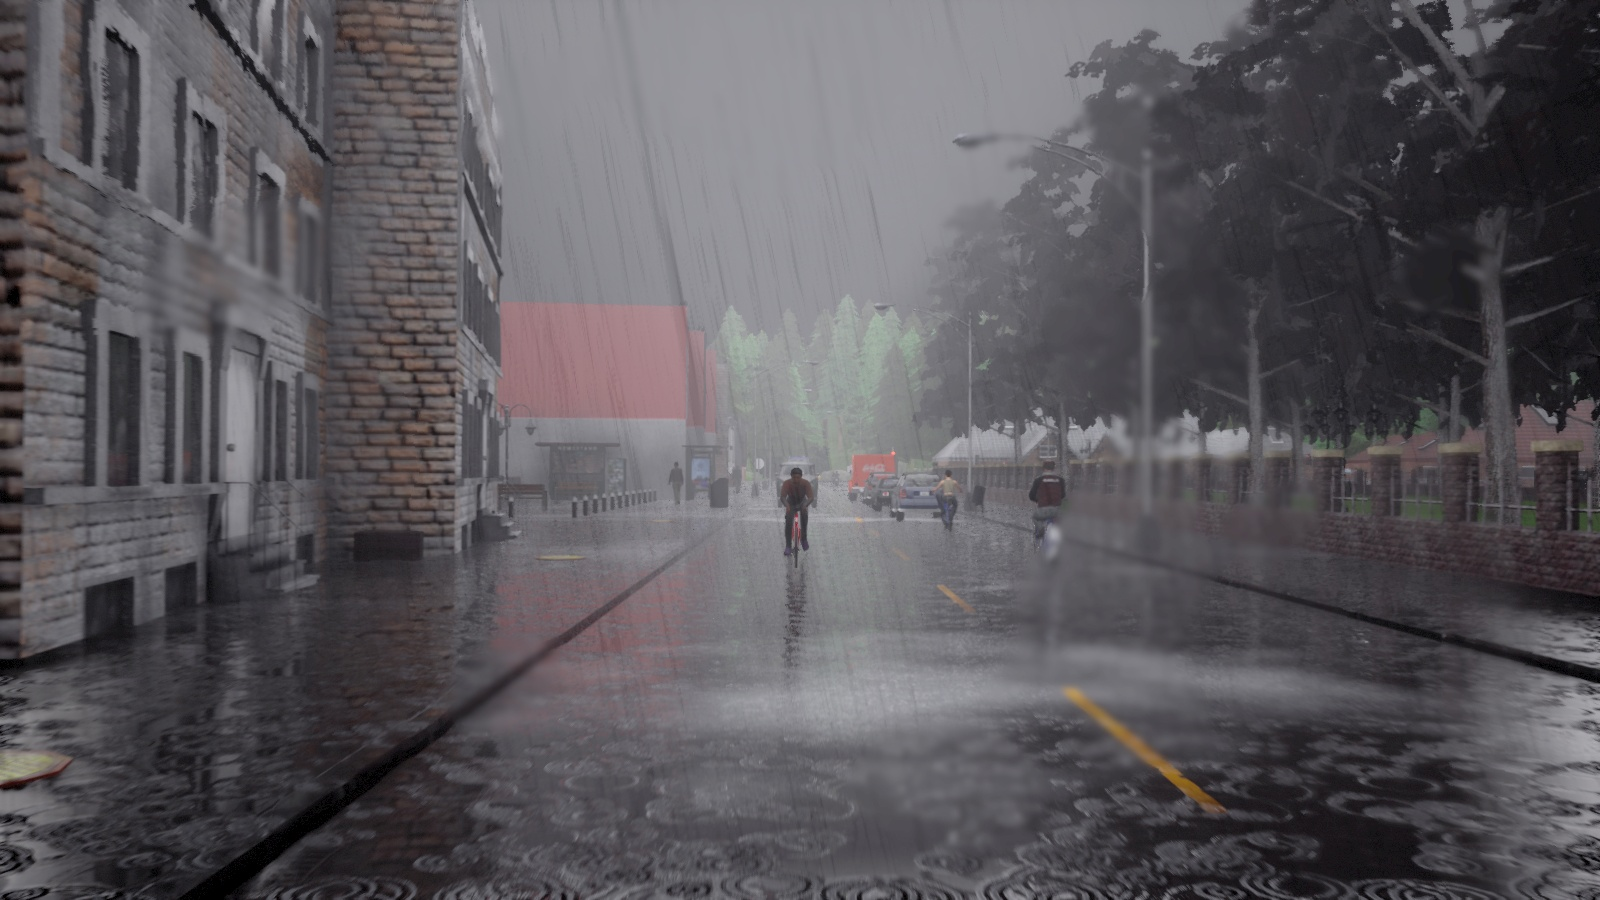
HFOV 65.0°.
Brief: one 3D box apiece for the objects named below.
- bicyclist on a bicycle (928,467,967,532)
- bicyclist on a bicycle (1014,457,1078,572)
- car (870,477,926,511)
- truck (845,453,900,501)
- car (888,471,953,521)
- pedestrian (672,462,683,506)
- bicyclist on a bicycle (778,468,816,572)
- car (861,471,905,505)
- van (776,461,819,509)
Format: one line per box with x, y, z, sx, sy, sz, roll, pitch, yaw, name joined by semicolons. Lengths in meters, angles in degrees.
3.914;1.291;33.355;0.866;1.612;1.509;0;2;0;bicyclist on a bicycle
3.950;1.009;20.271;0.659;1.776;1.843;0;-1;0;bicyclist on a bicycle
3.896;1.749;50.754;1.895;1.301;4.718;0;-1;0;car
3.876;1.451;68.044;2.627;2.467;5.204;0;-1;0;truck
3.905;1.470;41.263;1.789;1.549;3.705;0;-1;0;car
-5.230;1.443;53.606;0.431;1.840;0.703;0;-1;-7;pedestrian
-0.050;1.111;20.525;0.582;1.620;1.656;0;-1;0;bicyclist on a bicycle
3.887;1.770;59.278;1.789;1.549;3.705;0;-1;0;car
-0.109;1.475;54.219;1.775;1.987;4.442;0;-1;0;van
